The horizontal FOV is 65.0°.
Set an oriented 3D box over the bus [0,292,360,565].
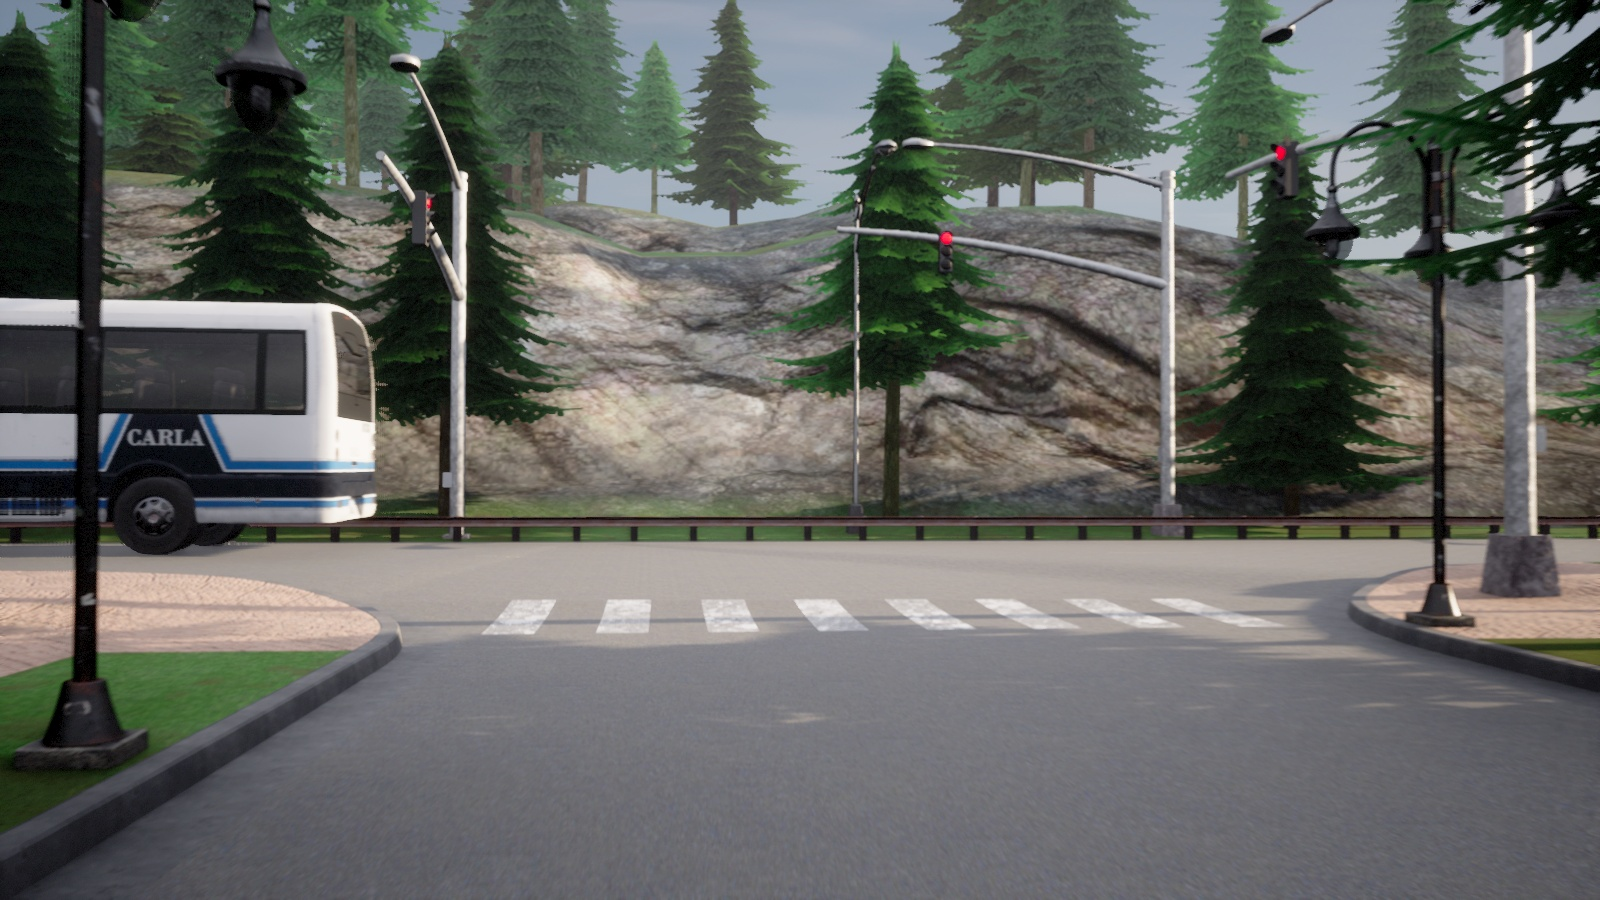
[{"bbox_3d":[-13.277,-0.301,21.438,10.273,4.253,3.944,0,-1,-7],"label":"bus"}]
